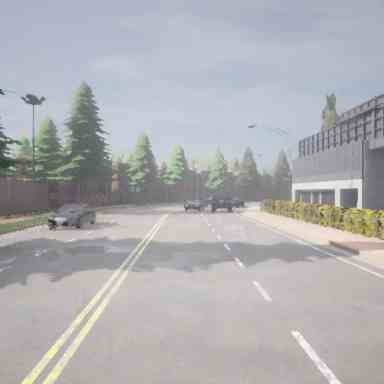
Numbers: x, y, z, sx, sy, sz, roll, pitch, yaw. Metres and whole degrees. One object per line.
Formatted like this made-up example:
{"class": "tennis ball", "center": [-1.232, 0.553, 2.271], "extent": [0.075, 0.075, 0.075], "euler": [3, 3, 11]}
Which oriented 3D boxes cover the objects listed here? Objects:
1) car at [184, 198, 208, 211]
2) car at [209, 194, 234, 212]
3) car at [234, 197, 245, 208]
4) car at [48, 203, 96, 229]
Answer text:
{"class": "car", "center": [0.362, 1.601, 40.361], "extent": [1.895, 1.301, 4.718], "euler": [0, 0, 10]}
{"class": "car", "center": [3.465, 1.221, 38.142], "extent": [2.150, 2.045, 5.566], "euler": [0, 0, 7]}
{"class": "car", "center": [6.245, 1.491, 48.136], "extent": [2.128, 1.511, 4.902], "euler": [0, 0, 25]}
{"class": "car", "center": [-7.582, 1.491, 21.441], "extent": [2.128, 1.511, 4.902], "euler": [0, 0, -1]}
